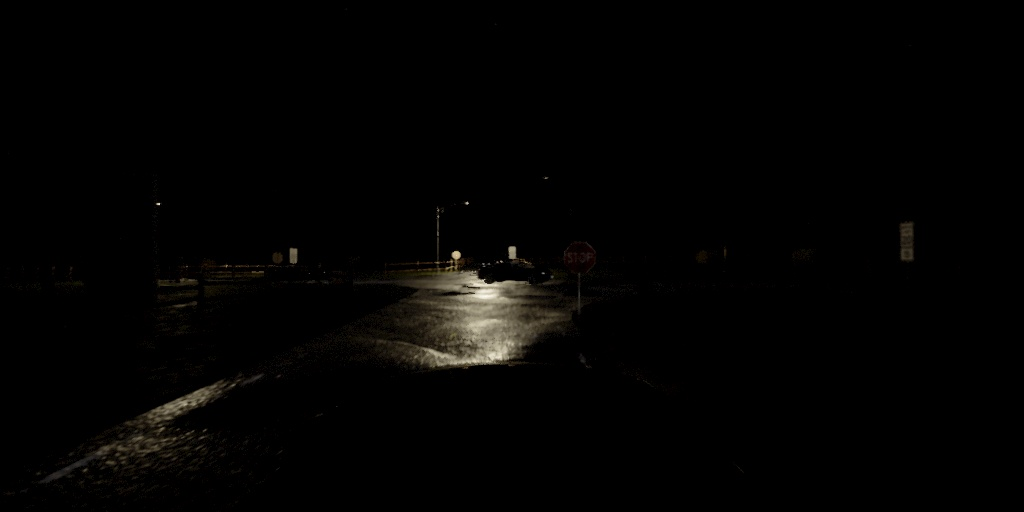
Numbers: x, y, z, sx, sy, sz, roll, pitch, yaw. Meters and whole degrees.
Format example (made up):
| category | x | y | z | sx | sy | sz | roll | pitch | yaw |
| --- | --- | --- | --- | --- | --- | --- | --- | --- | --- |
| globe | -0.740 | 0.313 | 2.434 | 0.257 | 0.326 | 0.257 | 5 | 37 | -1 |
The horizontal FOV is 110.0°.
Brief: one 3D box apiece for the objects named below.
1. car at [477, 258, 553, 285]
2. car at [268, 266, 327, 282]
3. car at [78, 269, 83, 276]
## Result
| category | x | y | z | sx | sy | sz | roll | pitch | yaw |
| --- | --- | --- | --- | --- | --- | --- | --- | --- | --- |
| car | 0.164 | 1.068 | 23.003 | 4.902 | 1.511 | 2.128 | -1 | 0 | 21 |
| car | -17.755 | 1.436 | 29.729 | 4.718 | 1.301 | 1.895 | -1 | 0 | 21 |
| car | -46.597 | 1.806 | 40.556 | 5.357 | 1.411 | 2.033 | -1 | -1 | 21 |
